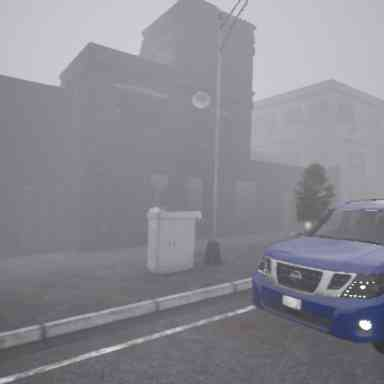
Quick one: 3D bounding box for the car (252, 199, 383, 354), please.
[{"bbox_3d":[3.648,1.181,6.289,5.566,2.045,2.150,0,0,-36],"label":"car"}]
